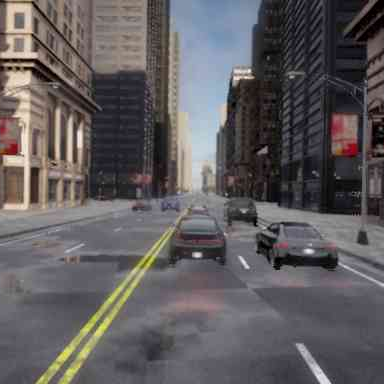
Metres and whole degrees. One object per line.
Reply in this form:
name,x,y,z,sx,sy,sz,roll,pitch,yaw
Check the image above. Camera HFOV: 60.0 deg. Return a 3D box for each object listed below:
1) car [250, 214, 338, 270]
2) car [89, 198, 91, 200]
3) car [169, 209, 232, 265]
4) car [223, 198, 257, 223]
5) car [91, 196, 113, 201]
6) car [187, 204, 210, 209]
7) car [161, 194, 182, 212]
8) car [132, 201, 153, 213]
car,3.460,1.722,11.710,1.994,1.385,4.181,1,-1,1
car,-26.832,1.456,80.875,4.829,1.417,1.752,2,0,1
car,0.221,1.606,12.198,1.837,1.490,4.892,1,0,1
car,3.720,1.498,25.998,2.150,2.045,5.566,1,0,1
car,-21.379,1.624,80.807,4.507,1.381,1.887,2,0,1
car,0.514,1.755,28.100,1.812,1.442,4.674,1,0,1
car,-2.644,1.502,42.186,2.150,2.045,5.566,1,-1,1
car,-5.946,1.799,40.006,1.895,1.301,4.718,1,0,1
